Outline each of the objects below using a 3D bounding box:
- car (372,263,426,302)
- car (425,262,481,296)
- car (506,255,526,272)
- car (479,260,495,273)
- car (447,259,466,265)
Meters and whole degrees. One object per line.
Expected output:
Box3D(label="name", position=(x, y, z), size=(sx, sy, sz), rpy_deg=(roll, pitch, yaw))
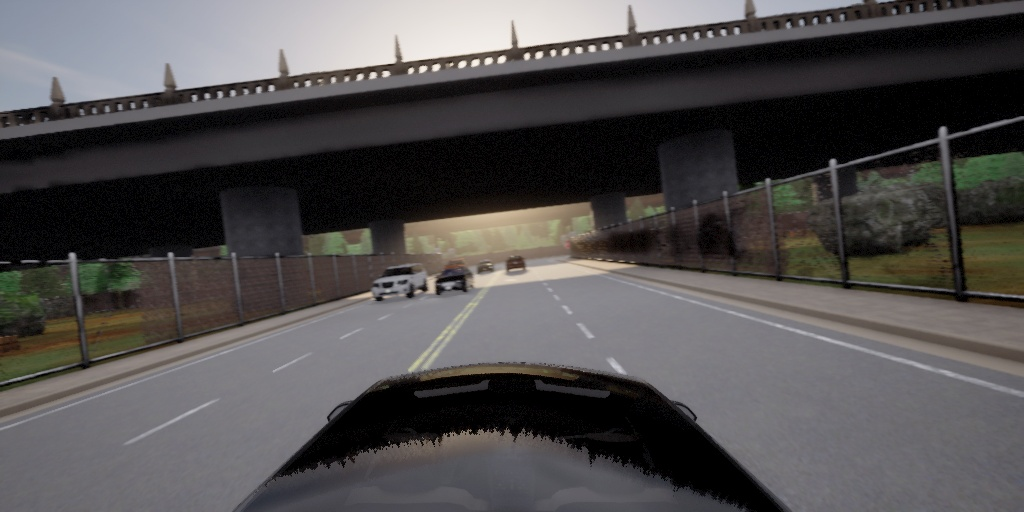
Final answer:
Box3D(label="car", position=(-6.968, 1.574, 22.909), size=(2.150, 2.045, 5.566), rpy_deg=(-7, 1, 1))
Box3D(label="car", position=(-3.471, 1.448, 22.077), size=(2.128, 1.511, 4.902), rpy_deg=(-7, 1, 1))
Box3D(label="car", position=(0.405, 0.697, 39.100), size=(2.097, 1.767, 4.553), rpy_deg=(-7, 1, 1))
Box3D(label="car", position=(-3.057, 1.244, 42.488), size=(1.837, 1.490, 4.892), rpy_deg=(-7, 0, 1))
Box3D(label="car", position=(-6.558, 1.420, 42.581), size=(2.150, 2.045, 5.566), rpy_deg=(-7, 1, 1))
